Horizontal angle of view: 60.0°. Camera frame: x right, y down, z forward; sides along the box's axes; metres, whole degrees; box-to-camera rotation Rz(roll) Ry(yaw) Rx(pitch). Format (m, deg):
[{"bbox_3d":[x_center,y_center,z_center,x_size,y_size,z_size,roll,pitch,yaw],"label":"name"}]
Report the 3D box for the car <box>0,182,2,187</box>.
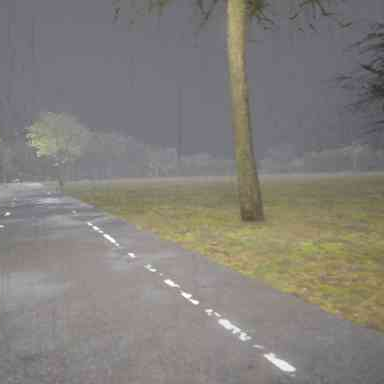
[{"bbox_3d":[-47.174,-1.914,80.275,1.837,1.490,4.892,-4,4,-26],"label":"car"}]
